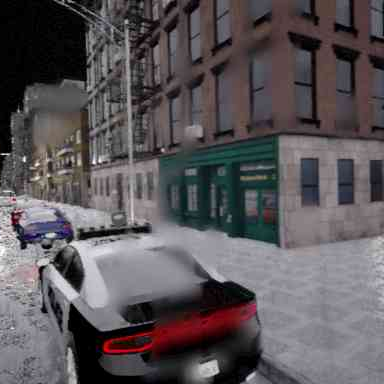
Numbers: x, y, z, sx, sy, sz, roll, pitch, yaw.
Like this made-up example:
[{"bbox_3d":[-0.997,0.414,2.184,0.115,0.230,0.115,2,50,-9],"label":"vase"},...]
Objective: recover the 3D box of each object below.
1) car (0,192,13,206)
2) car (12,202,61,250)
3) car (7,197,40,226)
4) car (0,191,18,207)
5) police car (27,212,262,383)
[{"bbox_3d":[-27.490,0.992,48.684,2.097,1.767,4.553,-2,1,-30],"label":"car"},{"bbox_3d":[-6.140,1.343,13.667,1.812,1.442,4.674,-2,2,-30],"label":"car"},{"bbox_3d":[-9.151,1.255,18.857,1.882,1.535,5.008,-2,2,-30],"label":"car"},{"bbox_3d":[-20.572,0.920,36.765,2.150,2.045,5.566,-2,2,-29],"label":"car"},{"bbox_3d":[-1.181,1.316,5.109,1.930,1.638,5.238,-2,2,-30],"label":"police car"}]
